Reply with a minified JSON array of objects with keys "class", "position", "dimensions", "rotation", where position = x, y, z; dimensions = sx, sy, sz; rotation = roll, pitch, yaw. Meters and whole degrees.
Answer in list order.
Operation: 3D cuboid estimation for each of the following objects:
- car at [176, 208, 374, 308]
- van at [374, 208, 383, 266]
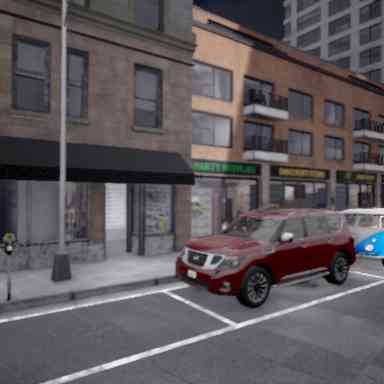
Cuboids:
[{"class":"car","position":[2.055,1.371,8.232],"dimensions":[5.009,1.841,2.192],"rotation":[1,0,-36]},{"class":"van","position":[6.601,1.446,11.476],"dimensions":[3.998,1.788,1.690],"rotation":[1,0,-36]}]
